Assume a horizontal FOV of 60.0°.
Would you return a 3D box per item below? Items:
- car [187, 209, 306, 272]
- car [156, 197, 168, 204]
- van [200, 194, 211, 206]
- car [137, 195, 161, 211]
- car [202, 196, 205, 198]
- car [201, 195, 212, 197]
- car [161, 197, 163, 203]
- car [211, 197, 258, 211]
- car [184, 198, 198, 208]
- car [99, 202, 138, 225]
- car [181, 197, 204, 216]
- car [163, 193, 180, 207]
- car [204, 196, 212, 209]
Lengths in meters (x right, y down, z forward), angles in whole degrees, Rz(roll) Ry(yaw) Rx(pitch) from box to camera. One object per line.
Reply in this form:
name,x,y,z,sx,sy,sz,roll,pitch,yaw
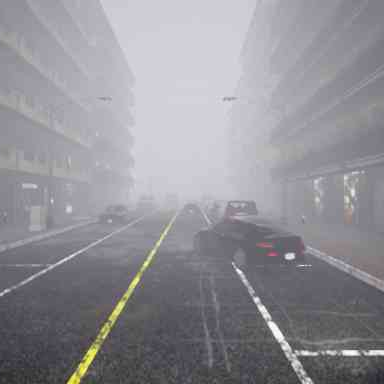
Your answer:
car,1.668,1.513,10.853,1.812,1.442,4.674,0,0,-23
car,-5.597,1.599,62.829,1.802,1.307,4.206,1,0,0
van,2.281,1.347,57.280,1.690,1.788,3.998,1,0,0
car,-5.485,1.298,40.704,2.192,1.841,5.009,1,0,0
car,2.356,1.565,40.686,1.802,1.307,4.206,1,0,0
car,2.308,1.311,51.749,2.192,1.841,5.009,1,0,0
car,-5.517,1.534,46.235,1.887,1.381,4.507,1,0,0
car,2.467,1.296,18.560,2.192,1.841,5.009,1,0,0
car,-0.140,1.557,49.905,1.994,1.385,4.181,0,0,0
car,-5.411,1.544,24.114,1.947,1.339,4.313,1,0,0
car,-0.057,1.504,31.640,1.812,1.442,4.674,0,0,0
car,-3.043,1.218,50.289,2.150,2.045,5.566,0,0,0
car,2.411,1.419,29.623,1.967,1.590,4.097,1,0,0
